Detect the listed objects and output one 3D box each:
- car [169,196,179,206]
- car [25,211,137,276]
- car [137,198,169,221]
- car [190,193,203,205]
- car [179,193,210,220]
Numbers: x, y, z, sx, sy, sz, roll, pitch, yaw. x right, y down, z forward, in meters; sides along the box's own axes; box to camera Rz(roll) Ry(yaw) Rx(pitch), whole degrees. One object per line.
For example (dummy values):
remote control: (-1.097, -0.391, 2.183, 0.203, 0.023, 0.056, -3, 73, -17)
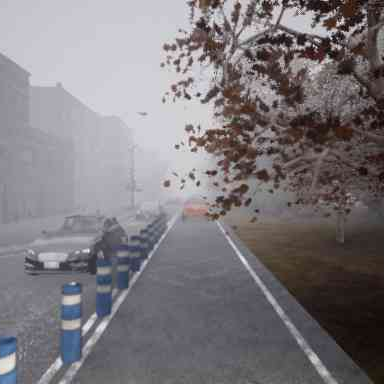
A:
car: (-2.670, 1.284, 48.719, 1.994, 1.385, 4.181, 0, 0, 2)
car: (-3.300, 1.457, 10.325, 2.128, 1.511, 4.902, 0, 0, 0)
car: (-3.132, 1.404, 25.801, 1.812, 1.442, 4.674, 0, 1, 1)
car: (0.739, 1.035, 53.176, 2.097, 1.767, 4.553, 0, 0, 1)
car: (0.329, 1.225, 26.657, 2.097, 1.767, 4.553, 0, 0, 1)
